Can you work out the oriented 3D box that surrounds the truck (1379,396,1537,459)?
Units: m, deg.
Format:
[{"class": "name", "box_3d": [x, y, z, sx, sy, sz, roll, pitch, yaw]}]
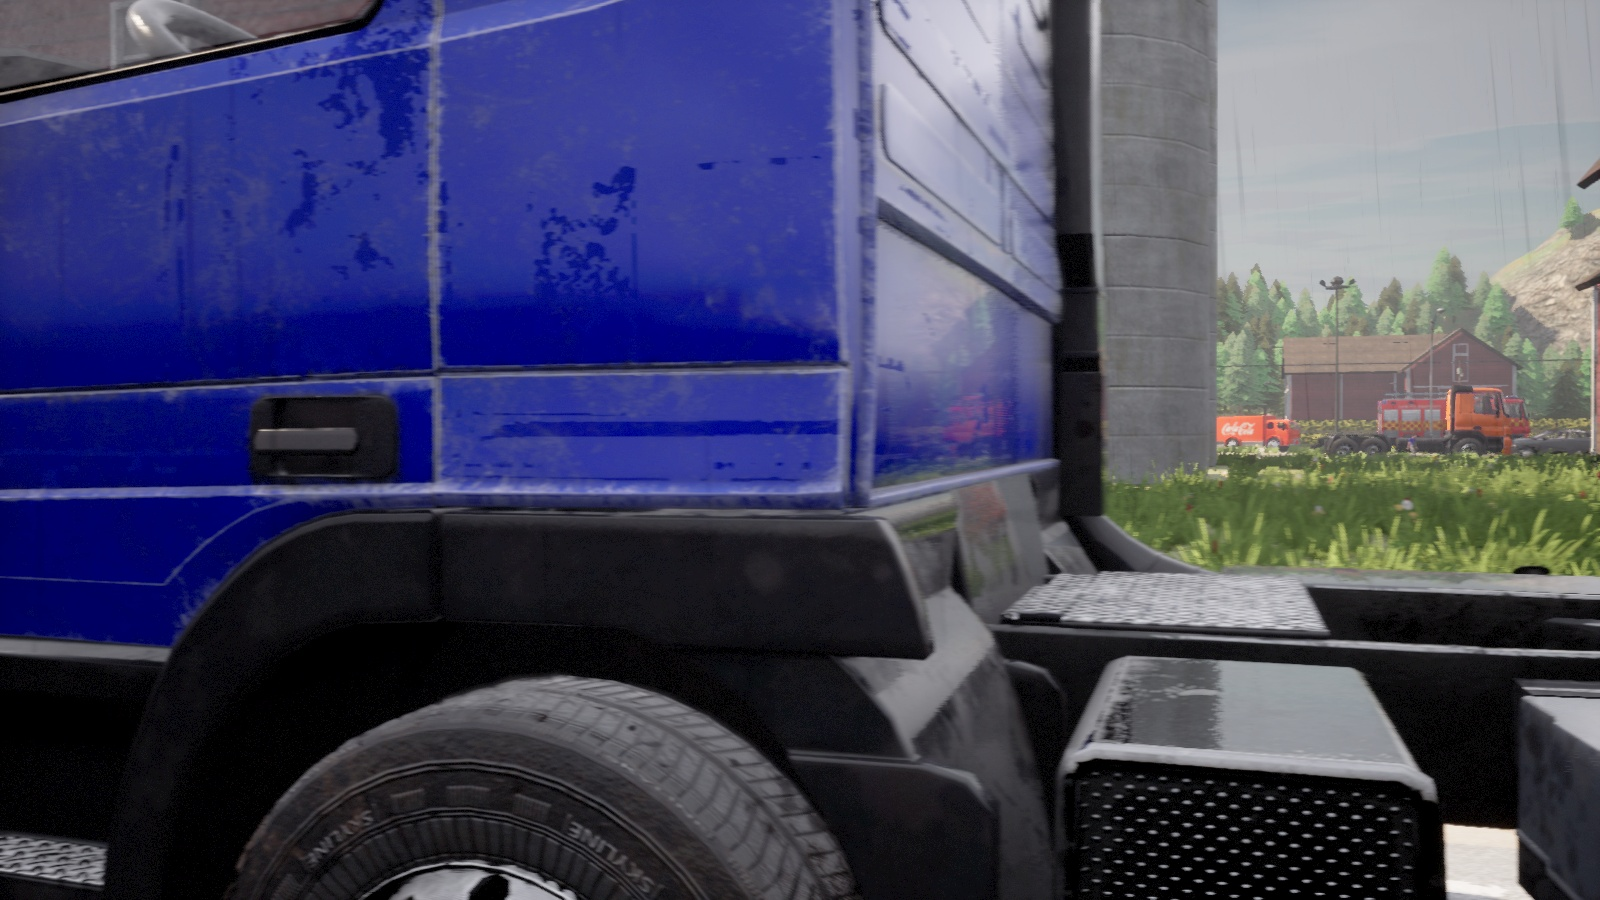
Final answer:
[{"class": "truck", "box_3d": [41.363, -1.425, 79.273, 8.468, 3.827, 2.891, 0, 1, 19]}]

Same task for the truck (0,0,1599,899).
[{"class": "truck", "box_3d": [1.991, -0.188, 2.509, 7.936, 3.462, 2.891, 1, 1, 19]}]

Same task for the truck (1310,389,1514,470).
[{"class": "truck", "box_3d": [27.397, -0.933, 56.640, 7.936, 3.462, 2.891, 1, 1, 19]}]

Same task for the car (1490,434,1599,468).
[{"class": "car", "box_3d": [34.768, 0.014, 57.863, 4.902, 1.511, 2.128, 1, 1, 19]}]

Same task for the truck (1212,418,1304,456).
[{"class": "truck", "box_3d": [30.530, -0.854, 83.788, 5.204, 2.467, 2.627, 0, 1, 43]}]
